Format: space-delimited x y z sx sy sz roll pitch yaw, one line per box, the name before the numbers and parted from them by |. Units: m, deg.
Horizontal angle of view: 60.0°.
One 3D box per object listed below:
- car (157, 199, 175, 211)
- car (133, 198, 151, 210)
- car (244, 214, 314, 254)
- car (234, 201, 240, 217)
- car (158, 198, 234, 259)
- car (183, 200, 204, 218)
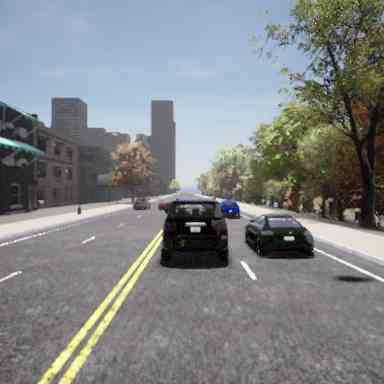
car | -3.321 1.635 42.815 1.895 1.301 4.718 0 0 0
car | -6.567 1.540 43.741 1.837 1.490 4.892 0 0 0
car | 3.355 1.575 13.485 1.994 1.385 4.181 0 0 0
car | 3.361 1.503 31.375 1.882 1.535 5.008 0 0 0
car | 0.104 1.232 12.701 2.150 2.045 5.566 0 0 0
car | 0.112 1.551 30.908 1.812 1.442 4.674 0 0 0
